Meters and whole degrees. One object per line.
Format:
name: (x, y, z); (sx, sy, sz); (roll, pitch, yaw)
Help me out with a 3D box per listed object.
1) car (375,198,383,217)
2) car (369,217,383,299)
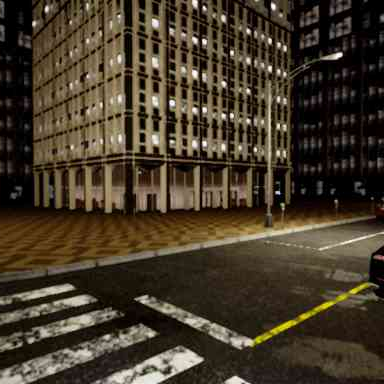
car: (13.754, 0.894, 21.637); (5.009, 1.841, 2.192); (-1, 1, -42)
car: (5.437, 1.369, 7.025); (4.902, 1.511, 2.128); (-1, 2, -42)
